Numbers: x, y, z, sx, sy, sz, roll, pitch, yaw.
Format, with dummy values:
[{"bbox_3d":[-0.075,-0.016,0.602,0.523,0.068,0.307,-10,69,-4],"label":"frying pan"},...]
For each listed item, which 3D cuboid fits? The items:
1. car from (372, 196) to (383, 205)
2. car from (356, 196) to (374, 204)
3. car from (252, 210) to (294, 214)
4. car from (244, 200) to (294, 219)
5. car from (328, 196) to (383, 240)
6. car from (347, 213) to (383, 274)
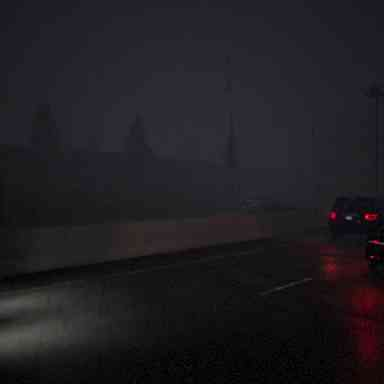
[{"bbox_3d":[33.665,1.445,59.070,1.882,1.535,5.008,0,0,43],"label":"car"},{"bbox_3d":[33.301,1.466,63.856,1.837,1.490,4.892,0,0,42],"label":"car"},{"bbox_3d":[6.418,1.554,24.160,1.994,1.385,4.181,0,0,43],"label":"car"},{"bbox_3d":[6.991,1.535,29.923,2.033,1.411,5.357,0,0,42],"label":"car"},{"bbox_3d":[8.597,1.211,16.121,2.150,2.045,5.566,0,0,45],"label":"car"},{"bbox_3d":[6.652,1.486,9.509,4.902,1.511,2.128,0,0,-42],"label":"car"}]
